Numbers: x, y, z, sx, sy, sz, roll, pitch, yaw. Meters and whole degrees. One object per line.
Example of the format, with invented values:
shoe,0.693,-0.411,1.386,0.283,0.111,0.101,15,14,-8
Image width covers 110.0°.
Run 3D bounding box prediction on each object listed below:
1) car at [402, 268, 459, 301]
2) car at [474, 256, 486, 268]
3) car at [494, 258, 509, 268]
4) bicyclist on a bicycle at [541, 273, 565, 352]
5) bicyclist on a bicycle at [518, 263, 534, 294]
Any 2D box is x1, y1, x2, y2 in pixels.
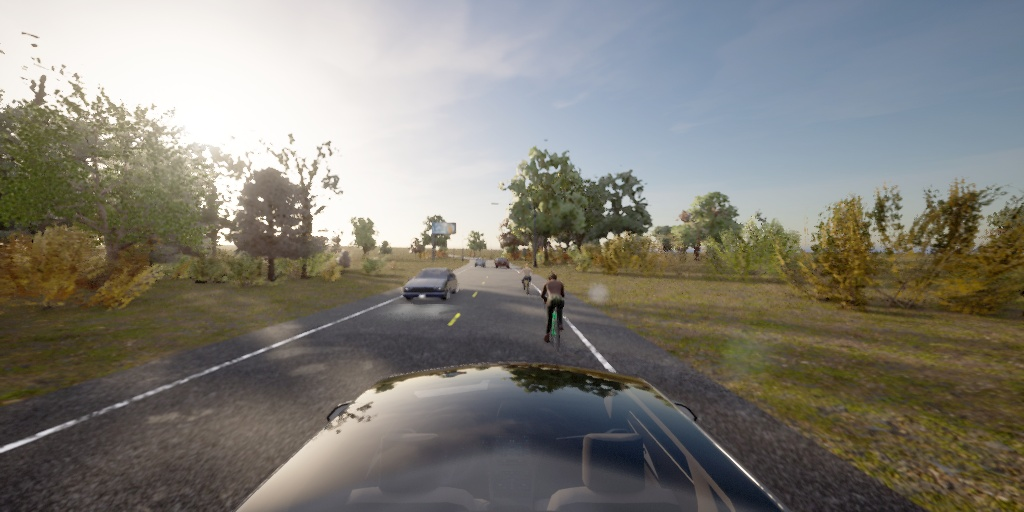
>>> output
car,-3.757,1.287,17.507,2.033,1.411,5.357,0,0,-1
car,-5.421,1.169,60.734,2.128,1.511,4.902,0,0,-3
car,-1.646,1.030,58.713,2.097,1.767,4.553,0,0,-3
bicyclist on a bicycle,0.922,1.199,7.965,0.582,1.620,1.656,0,0,0
bicyclist on a bicycle,0.776,1.174,18.944,0.866,1.612,1.509,0,0,-1
